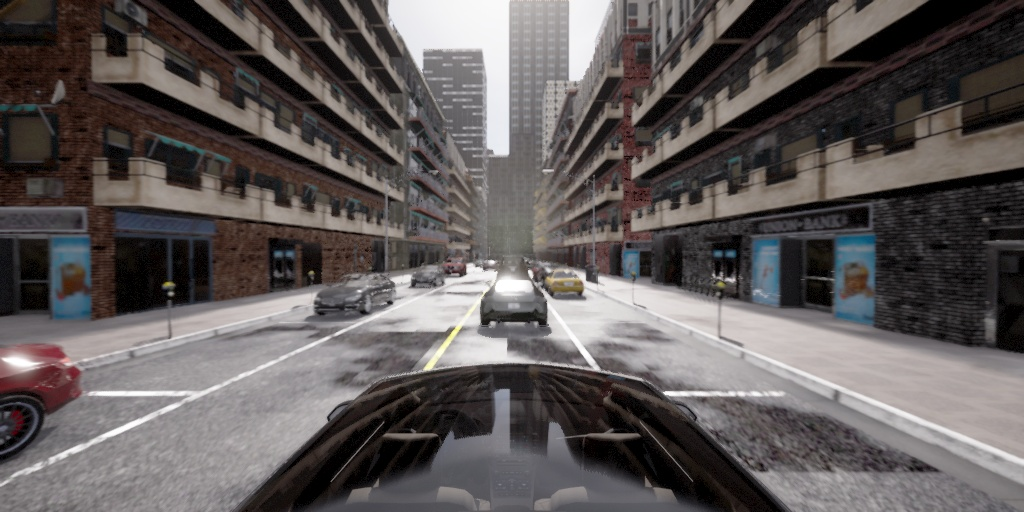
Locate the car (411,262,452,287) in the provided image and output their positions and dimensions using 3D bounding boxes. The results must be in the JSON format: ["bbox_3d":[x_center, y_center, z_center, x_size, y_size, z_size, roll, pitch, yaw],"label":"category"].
[{"bbox_3d":[-5.679,1.312,24.718,2.007,1.370,4.403,0,0,0],"label":"car"}]

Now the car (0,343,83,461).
[{"bbox_3d":[-5.691,1.333,2.309,1.802,1.307,4.207,0,0,0],"label":"car"}]

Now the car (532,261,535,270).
[{"bbox_3d":[2.705,1.203,30.286,1.967,1.591,4.097,0,0,0],"label":"car"}]

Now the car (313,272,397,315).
[{"bbox_3d":[-5.685,1.307,13.514,2.007,1.370,4.403,0,0,0],"label":"car"}]

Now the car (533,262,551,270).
[{"bbox_3d":[2.702,1.326,24.684,1.948,1.339,4.313,0,0,0],"label":"car"}]

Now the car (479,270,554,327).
[{"bbox_3d":[0.070,1.317,11.637,1.994,1.385,4.181,0,0,1],"label":"car"}]

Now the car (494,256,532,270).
[{"bbox_3d":[0.079,0.985,26.582,2.150,2.045,5.566,0,0,0],"label":"car"}]

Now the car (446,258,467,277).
[{"bbox_3d":[-5.673,1.082,35.922,2.192,1.841,5.009,0,0,0],"label":"car"}]

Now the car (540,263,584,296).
[{"bbox_3d":[2.699,1.283,19.252,1.751,1.417,4.829,0,0,0],"label":"car"}]

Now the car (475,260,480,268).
[{"bbox_3d":[-5.658,1.333,63.932,2.007,1.370,4.403,0,0,0],"label":"car"}]

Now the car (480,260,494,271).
[{"bbox_3d":[-3.049,1.339,50.795,1.994,1.385,4.181,0,0,0],"label":"car"}]
